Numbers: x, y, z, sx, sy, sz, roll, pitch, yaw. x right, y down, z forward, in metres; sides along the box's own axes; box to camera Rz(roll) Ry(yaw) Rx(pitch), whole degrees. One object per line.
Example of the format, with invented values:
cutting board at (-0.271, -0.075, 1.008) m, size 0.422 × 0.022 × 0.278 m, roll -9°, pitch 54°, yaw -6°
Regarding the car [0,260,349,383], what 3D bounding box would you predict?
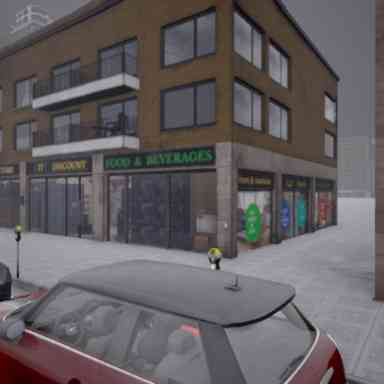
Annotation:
car at (-0.721, 1.436, 3.318) m, size 4.097 × 1.590 × 1.967 m, roll 0°, pitch 0°, yaw 35°
